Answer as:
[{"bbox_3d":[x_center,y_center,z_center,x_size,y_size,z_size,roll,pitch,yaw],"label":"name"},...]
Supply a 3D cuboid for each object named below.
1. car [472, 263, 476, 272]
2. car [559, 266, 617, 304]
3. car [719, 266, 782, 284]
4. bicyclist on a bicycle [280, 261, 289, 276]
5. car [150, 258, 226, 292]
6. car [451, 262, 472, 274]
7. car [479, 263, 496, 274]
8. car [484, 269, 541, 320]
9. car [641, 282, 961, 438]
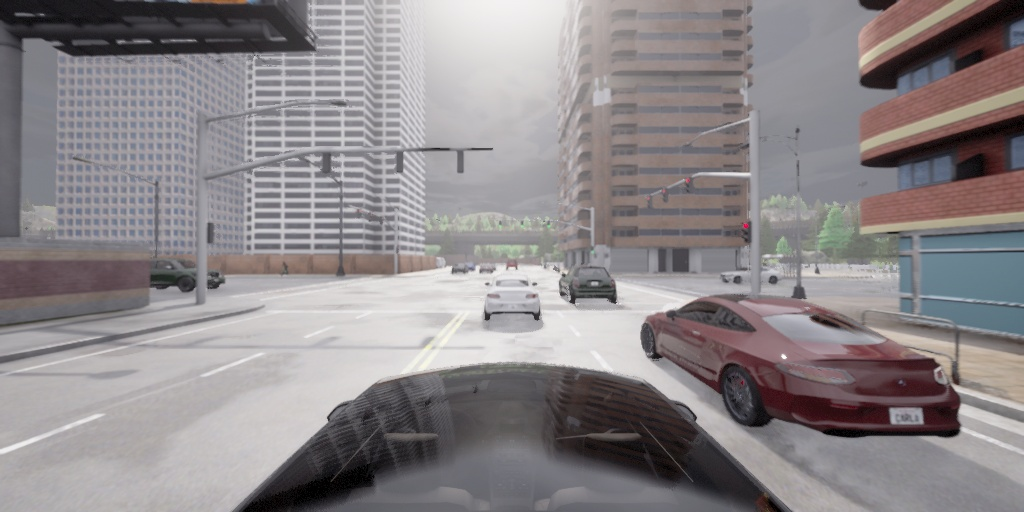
[{"bbox_3d":[-7.141,1.782,59.636,1.882,1.535,5.008,0,-1,1],"label":"car"},{"bbox_3d":[3.575,1.253,17.633,2.097,1.767,4.553,0,-1,0],"label":"car"},{"bbox_3d":[19.597,1.541,29.533,4.674,1.442,1.812,0,-1,0],"label":"car"},{"bbox_3d":[-25.693,1.423,40.516,0.582,1.620,1.656,0,0,0],"label":"bicyclist on a bicycle"},{"bbox_3d":[-21.309,1.172,22.516,5.566,2.045,2.150,0,-1,0],"label":"car"},{"bbox_3d":[-7.156,1.686,49.615,1.882,1.535,5.008,0,-1,0],"label":"car"},{"bbox_3d":[-3.657,1.753,51.634,1.812,1.442,4.674,0,-1,-1],"label":"car"},{"bbox_3d":[-0.022,1.384,13.028,1.812,1.442,4.674,0,-1,-1],"label":"car"},{"bbox_3d":[3.594,1.313,5.572,1.812,1.442,4.674,0,-1,0],"label":"car"}]
